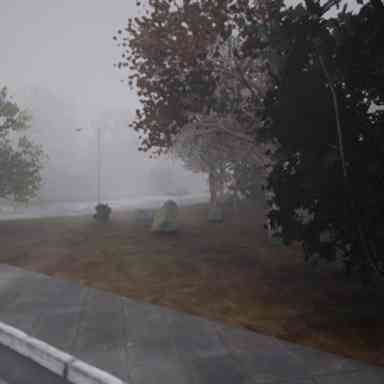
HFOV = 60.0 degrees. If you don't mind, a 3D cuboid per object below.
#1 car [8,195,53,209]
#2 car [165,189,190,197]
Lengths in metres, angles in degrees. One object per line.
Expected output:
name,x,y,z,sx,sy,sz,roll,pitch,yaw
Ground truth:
car,-19.059,1.105,39.386,1.837,1.490,4.892,0,2,39
car,-2.520,0.085,59.770,2.033,1.411,5.357,0,3,39
